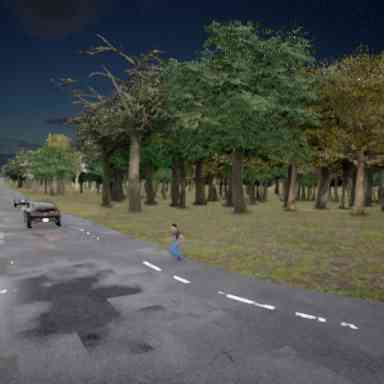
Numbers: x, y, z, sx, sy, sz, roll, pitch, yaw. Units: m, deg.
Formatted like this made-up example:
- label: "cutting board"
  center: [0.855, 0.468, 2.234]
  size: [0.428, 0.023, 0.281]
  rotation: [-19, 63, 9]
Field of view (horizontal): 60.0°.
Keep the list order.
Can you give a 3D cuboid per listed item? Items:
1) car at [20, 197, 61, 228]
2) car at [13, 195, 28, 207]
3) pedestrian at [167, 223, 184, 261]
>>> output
- label: "car"
  center: [-9.518, 1.320, 21.003]
  size: [1.837, 1.490, 4.892]
  rotation: [0, 1, -30]
- label: "car"
  center: [-21.325, 1.117, 41.737]
  size: [2.033, 1.411, 5.357]
  rotation: [0, 1, -30]
- label: "pedestrian"
  center: [-0.461, 1.482, 10.143]
  size: [0.375, 1.300, 0.375]
  rotation: [-3, 4, -30]
